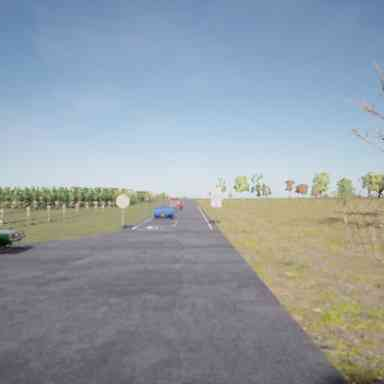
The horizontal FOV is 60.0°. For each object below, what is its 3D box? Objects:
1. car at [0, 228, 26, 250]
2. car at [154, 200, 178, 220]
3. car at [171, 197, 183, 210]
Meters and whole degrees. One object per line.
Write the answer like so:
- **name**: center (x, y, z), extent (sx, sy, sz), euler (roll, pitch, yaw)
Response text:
- **car**: center (-9.415, 1.797, 13.232), extent (4.718, 1.301, 1.895), euler (0, -2, -8)
- **car**: center (-2.745, 1.936, 33.704), extent (1.882, 1.535, 5.008), euler (0, -1, 0)
- **car**: center (-2.742, 1.884, 56.896), extent (2.150, 2.045, 5.566), euler (0, -1, 0)
